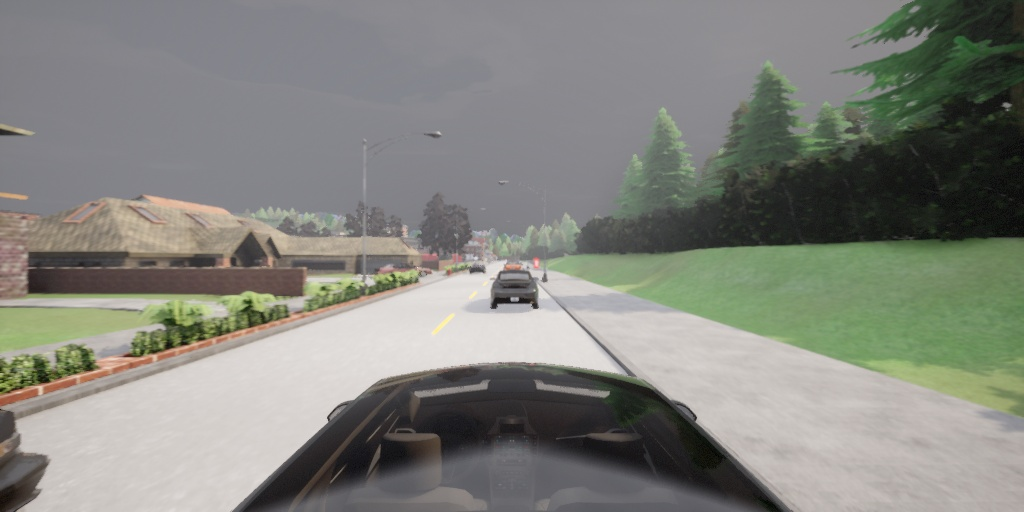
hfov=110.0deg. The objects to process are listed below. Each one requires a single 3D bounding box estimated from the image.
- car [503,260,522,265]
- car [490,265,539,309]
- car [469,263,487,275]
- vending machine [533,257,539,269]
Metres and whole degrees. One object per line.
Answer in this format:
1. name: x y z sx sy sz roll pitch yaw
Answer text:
1. car: 0.088 1.292 41.017 2.097 1.767 4.553 0 0 0
2. car: 0.100 1.323 15.440 1.837 1.490 4.892 0 0 0
3. car: -4.084 1.552 43.333 1.895 1.301 4.718 0 0 0
4. vending machine: 4.267 1.242 62.979 1.100 2.100 0.880 0 0 0
